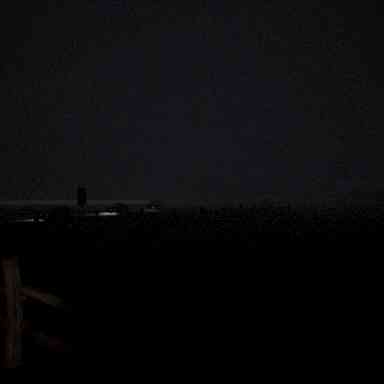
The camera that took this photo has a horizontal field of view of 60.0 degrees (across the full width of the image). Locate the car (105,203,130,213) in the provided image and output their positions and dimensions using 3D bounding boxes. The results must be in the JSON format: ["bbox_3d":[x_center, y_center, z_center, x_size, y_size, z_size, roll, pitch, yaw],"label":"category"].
[{"bbox_3d":[-10.432,2.224,46.712,1.994,1.385,4.181,-1,-1,16],"label":"car"}]

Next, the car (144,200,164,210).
[{"bbox_3d":[-6.694,2.222,58.883,2.097,1.767,4.553,-1,-1,18],"label":"car"}]

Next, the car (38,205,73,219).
[{"bbox_3d":[-13.992,2.012,33.880,1.994,1.385,4.181,-1,-1,15],"label":"car"}]
